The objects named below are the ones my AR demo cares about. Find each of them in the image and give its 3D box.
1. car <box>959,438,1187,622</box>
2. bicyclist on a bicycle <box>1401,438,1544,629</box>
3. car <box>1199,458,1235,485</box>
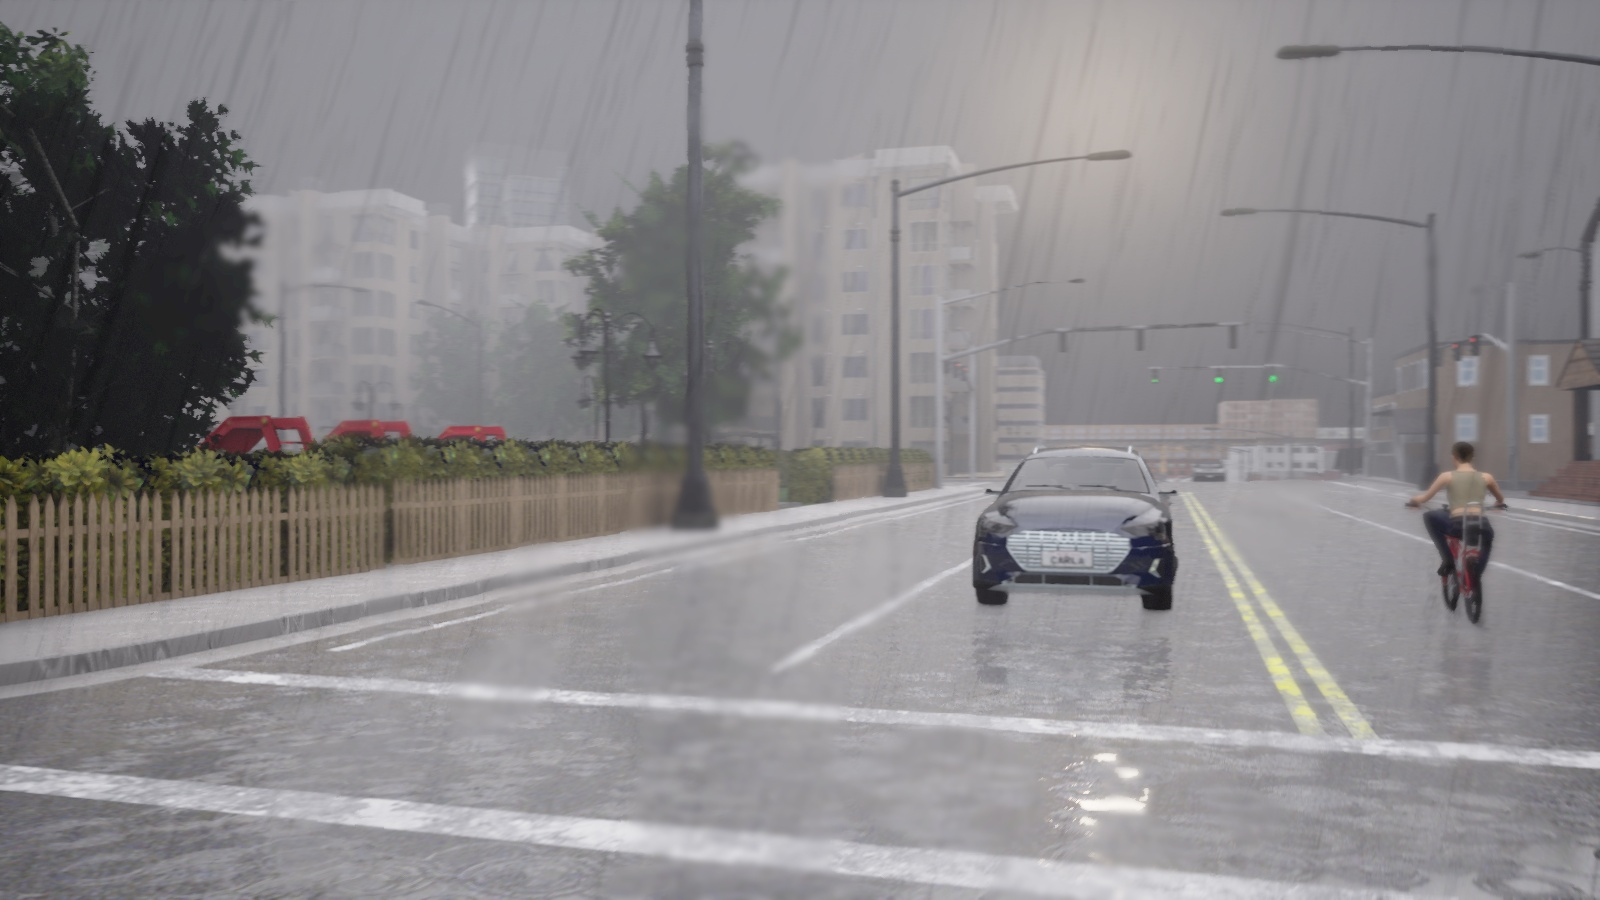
[{"bbox_3d":[3.164,0.728,13.843,2.033,1.649,4.856,0,0,16],"label":"car"},{"bbox_3d":[6.093,0.710,11.466,0.866,1.612,1.509,0,0,17],"label":"bicyclist on a bicycle"},{"bbox_3d":[24.839,1.323,74.925,1.895,1.301,4.718,0,-5,16],"label":"car"}]
